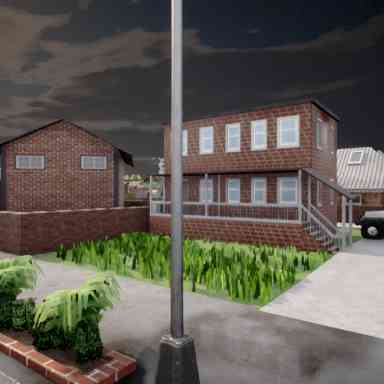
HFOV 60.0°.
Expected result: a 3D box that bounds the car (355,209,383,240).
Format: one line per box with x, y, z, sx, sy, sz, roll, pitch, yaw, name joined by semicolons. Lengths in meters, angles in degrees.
8.443;0.973;12.627;3.866;1.878;1.905;0;0;36;car
